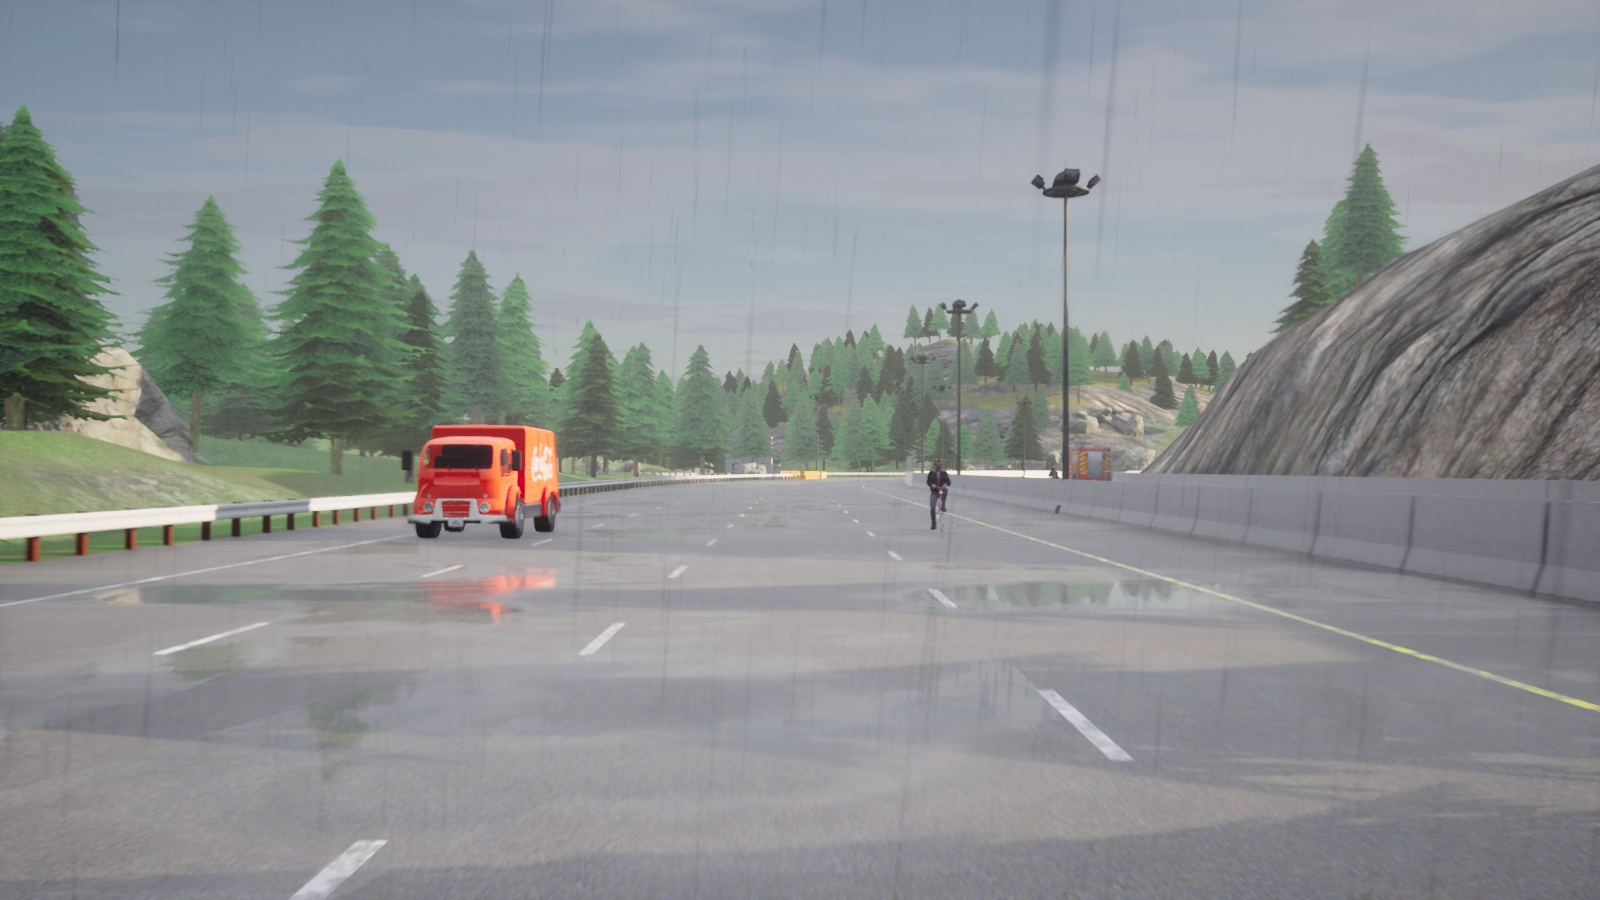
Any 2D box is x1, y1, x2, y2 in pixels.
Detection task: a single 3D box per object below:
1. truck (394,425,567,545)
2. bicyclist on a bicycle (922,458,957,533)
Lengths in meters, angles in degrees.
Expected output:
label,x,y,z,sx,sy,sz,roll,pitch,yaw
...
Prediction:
label,x,y,z,sx,sy,sz,roll,pitch,yaw
truck,-7.070,0.751,28.486,2.627,2.467,5.204,0,-1,0
bicyclist on a bicycle,3.426,1.101,30.952,0.659,1.776,1.843,0,-1,0
